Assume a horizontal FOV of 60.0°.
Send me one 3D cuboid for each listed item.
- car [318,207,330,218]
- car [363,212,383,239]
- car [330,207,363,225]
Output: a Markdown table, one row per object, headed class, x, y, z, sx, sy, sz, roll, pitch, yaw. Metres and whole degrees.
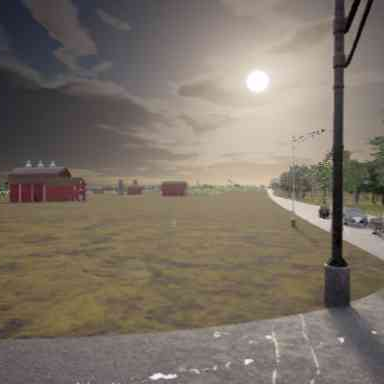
| class | x | y | z | sx | sy | sz | roll | pitch | yaw |
| --- | --- | --- | --- | --- | --- | --- | --- | --- | --- |
| car | 16.236 | 2.425 | 39.434 | 1.895 | 1.301 | 4.718 | 0 | -1 | 13 |
| car | 11.891 | 1.972 | 19.597 | 2.033 | 1.411 | 5.357 | 0 | -1 | 17 |
| car | 14.032 | 2.123 | 29.497 | 2.128 | 1.511 | 4.902 | 0 | -1 | 13 |
